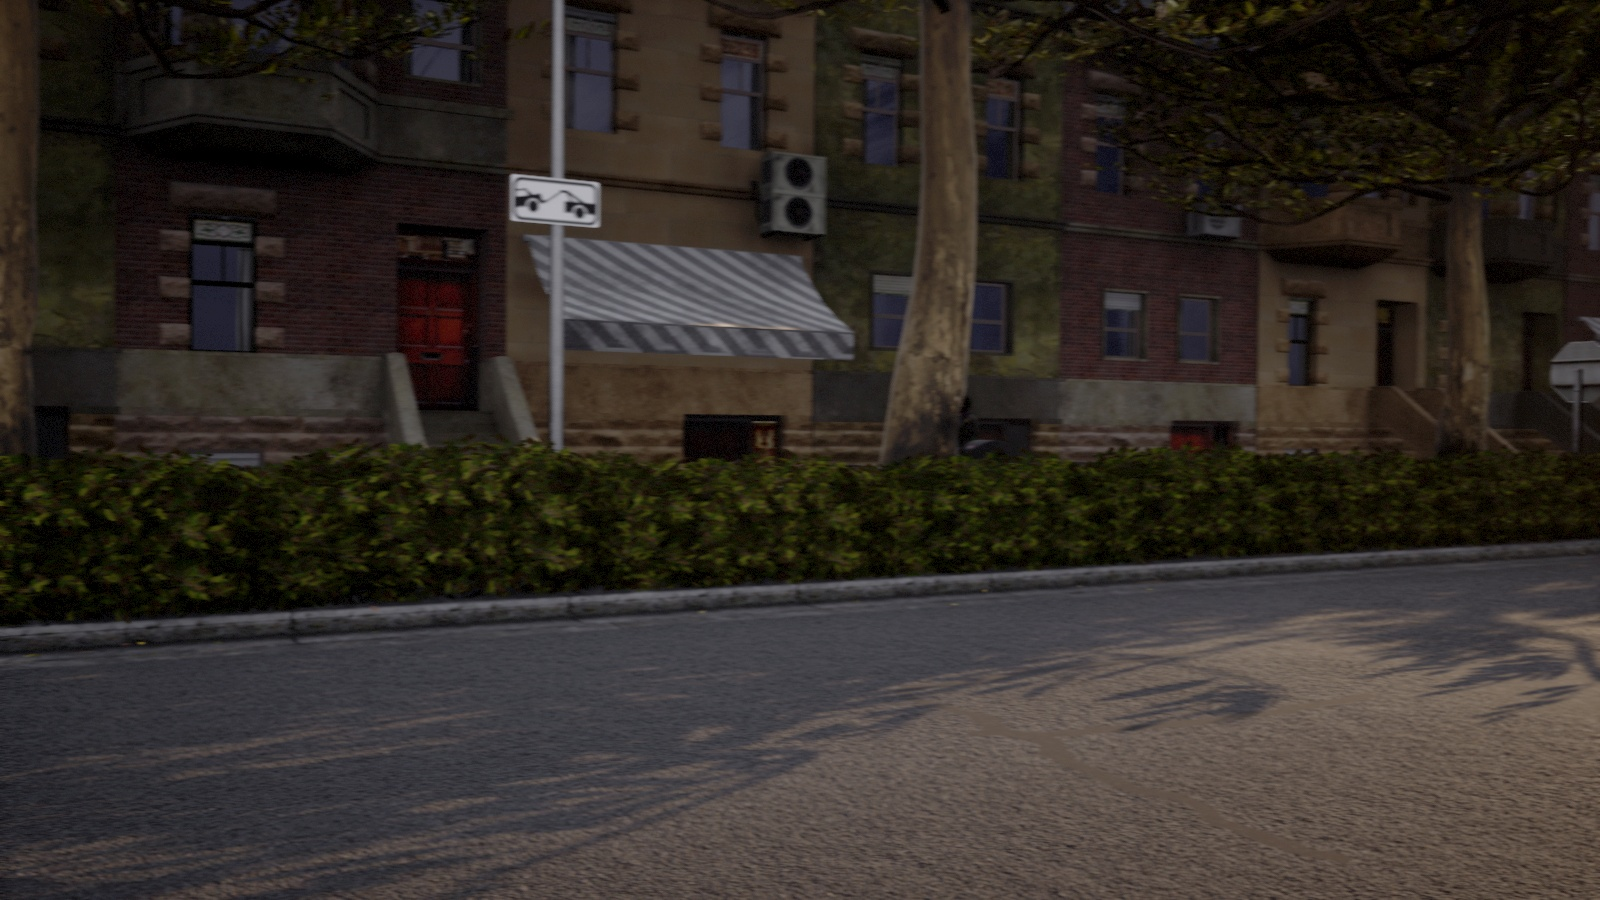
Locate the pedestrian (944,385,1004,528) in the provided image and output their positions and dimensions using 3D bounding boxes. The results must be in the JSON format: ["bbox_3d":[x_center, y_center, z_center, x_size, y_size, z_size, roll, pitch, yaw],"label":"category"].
[{"bbox_3d":[2.385,0.079,17.207,0.692,1.930,0.395,-1,1,-30],"label":"pedestrian"}]
